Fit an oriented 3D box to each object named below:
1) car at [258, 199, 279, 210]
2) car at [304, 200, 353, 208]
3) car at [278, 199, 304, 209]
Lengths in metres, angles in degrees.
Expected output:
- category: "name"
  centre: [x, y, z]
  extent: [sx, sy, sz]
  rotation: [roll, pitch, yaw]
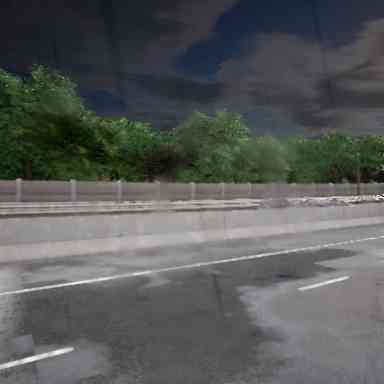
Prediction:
- category: "car"
  centre: [9.213, 1.529, 35.905]
  extent: [4.892, 1.490, 1.837]
  rotation: [0, 0, -34]
- category: "car"
  centre: [12.865, 1.578, 29.937]
  extent: [5.357, 1.411, 2.033]
  rotation: [0, 0, -34]
- category: "car"
  centre: [11.348, 1.517, 33.123]
  extent: [4.902, 1.511, 2.128]
  rotation: [0, 0, -34]
